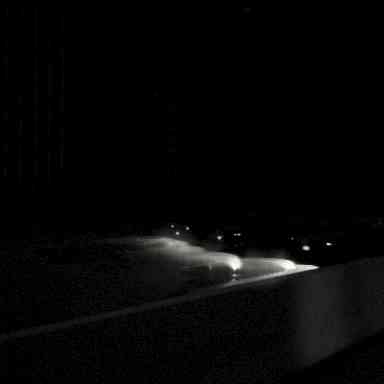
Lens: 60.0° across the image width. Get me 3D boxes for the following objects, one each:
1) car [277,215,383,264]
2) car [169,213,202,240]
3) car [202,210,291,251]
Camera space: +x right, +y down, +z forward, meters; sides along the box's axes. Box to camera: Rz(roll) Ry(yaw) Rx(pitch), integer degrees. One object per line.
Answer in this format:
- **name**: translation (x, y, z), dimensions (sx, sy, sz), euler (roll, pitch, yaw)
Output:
- **car**: translation (5.386, 1.685, 12.133), dimensions (4.181, 1.385, 1.994), euler (1, 0, -36)
- **car**: translation (1.461, 1.670, 17.932), dimensions (5.357, 1.411, 2.033), euler (1, 0, -35)
- **car**: translation (3.081, 1.622, 14.789), dimensions (4.892, 1.490, 1.837), euler (1, 0, -35)
